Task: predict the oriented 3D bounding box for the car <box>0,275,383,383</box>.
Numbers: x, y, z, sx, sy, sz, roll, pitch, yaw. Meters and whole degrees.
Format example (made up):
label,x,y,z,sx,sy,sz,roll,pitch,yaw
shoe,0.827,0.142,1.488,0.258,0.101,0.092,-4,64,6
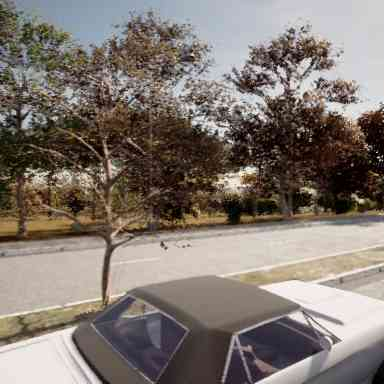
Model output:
label,x,y,z,sx,sy,sz,roll,pitch,yaw
car,0.471,1.616,3.472,4.718,1.301,1.895,0,0,-36
